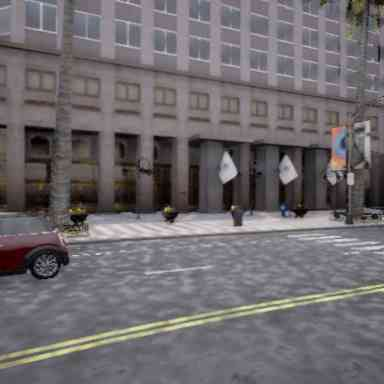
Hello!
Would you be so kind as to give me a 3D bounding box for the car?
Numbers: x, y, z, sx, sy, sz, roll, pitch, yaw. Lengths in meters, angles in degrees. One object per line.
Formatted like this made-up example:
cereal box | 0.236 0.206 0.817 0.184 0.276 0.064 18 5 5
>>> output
car | -5.552 1.315 8.338 4.553 1.767 2.097 0 0 -32
